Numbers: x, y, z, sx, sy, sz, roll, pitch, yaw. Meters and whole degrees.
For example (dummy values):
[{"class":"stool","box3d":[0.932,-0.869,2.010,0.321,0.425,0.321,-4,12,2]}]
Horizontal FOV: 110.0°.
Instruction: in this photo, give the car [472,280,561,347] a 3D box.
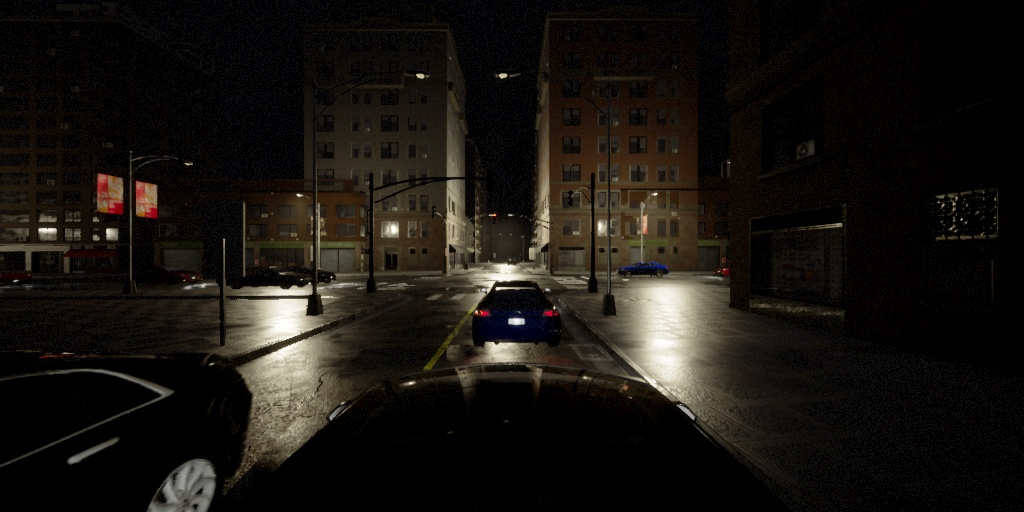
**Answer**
[{"class":"car","box3d":[0.098,1.314,9.373,1.994,1.385,4.181,0,0,0]}]

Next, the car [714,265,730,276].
[{"class":"car","box3d":[20.905,1.225,32.772,4.181,1.385,1.994,0,0,0]}]

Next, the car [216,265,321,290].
[{"class":"car","box3d":[-15.453,1.350,22.659,5.357,1.411,2.033,0,0,0]}]

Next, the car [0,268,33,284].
[{"class":"car","box3d":[-37.899,1.480,25.819,4.718,1.301,1.895,0,0,0]}]

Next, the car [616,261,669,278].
[{"class":"car","box3d":[11.866,1.218,32.735,4.674,1.442,1.812,0,0,0]}]

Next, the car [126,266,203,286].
[{"class":"car","box3d":[-24.987,1.403,25.860,4.181,1.385,1.994,0,0,-1]}]

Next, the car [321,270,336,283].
[{"class":"car","box3d":[-15.039,1.364,25.909,4.181,1.385,1.994,0,0,0]}]

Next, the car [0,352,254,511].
[{"class":"car","box3d":[-3.086,1.255,0.993,1.837,1.490,4.892,0,0,0]}]
